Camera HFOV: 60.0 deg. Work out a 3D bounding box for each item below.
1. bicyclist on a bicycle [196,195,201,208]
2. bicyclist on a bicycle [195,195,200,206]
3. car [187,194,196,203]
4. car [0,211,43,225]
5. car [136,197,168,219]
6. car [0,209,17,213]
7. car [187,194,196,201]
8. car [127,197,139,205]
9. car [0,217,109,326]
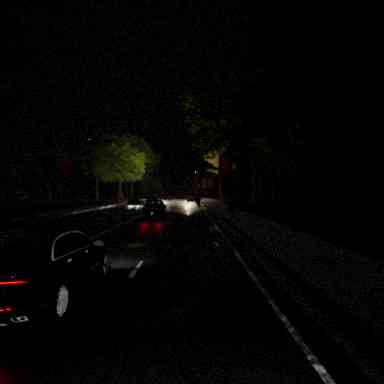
[{"bbox_3d":[0.885,1.373,43.013,0.659,1.776,1.843,0,0,0],"label":"bicyclist on a bicycle"},{"bbox_3d":[0.883,1.370,53.123,0.659,1.776,1.843,0,0,0],"label":"bicyclist on a bicycle"},{"bbox_3d":[-0.012,1.517,70.436,1.812,1.442,4.674,0,0,0],"label":"car"},{"bbox_3d":[-6.600,1.601,12.479,1.895,1.301,4.718,0,0,0],"label":"car"},{"bbox_3d":[-3.156,1.494,28.891,2.128,1.511,4.902,0,0,0],"label":"car"},{"bbox_3d":[-9.851,1.564,16.904,1.994,1.385,4.181,0,0,0],"label":"car"},{"bbox_3d":[-0.014,1.339,80.489,2.097,1.767,4.553,0,0,0],"label":"car"},{"bbox_3d":[-9.816,1.562,57.416,1.994,1.385,4.181,0,0,0],"label":"car"},{"bbox_3d":[-3.152,1.504,7.144,1.837,1.490,4.892,0,0,0],"label":"car"}]
